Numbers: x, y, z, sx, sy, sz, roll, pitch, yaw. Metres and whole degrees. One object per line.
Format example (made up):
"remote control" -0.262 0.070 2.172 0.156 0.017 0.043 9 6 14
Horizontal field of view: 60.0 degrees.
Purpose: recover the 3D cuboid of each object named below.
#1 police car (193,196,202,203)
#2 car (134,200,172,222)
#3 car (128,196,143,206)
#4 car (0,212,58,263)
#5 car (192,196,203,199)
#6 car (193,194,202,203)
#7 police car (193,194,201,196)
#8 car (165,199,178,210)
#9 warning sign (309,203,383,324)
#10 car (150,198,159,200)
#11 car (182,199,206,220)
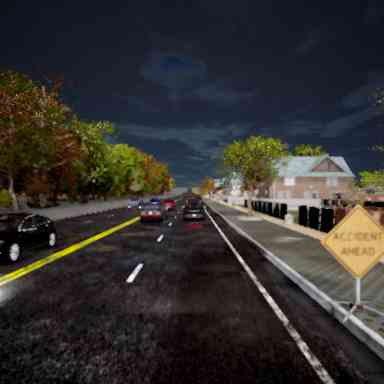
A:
"police car" 1.197 1.679 75.887 1.930 1.638 5.238 0 0 0
"car" -3.101 1.647 27.508 2.033 1.411 5.357 0 0 1
"car" -9.635 1.539 57.237 2.097 1.767 4.553 0 0 1
"car" -6.562 1.544 12.134 1.837 1.490 4.892 0 0 0
"car" 0.230 1.641 45.585 1.882 1.535 5.008 0 0 0
"car" 1.215 1.491 81.807 2.150 2.045 5.566 0 0 0
"police car" 1.167 1.651 65.887 1.930 1.638 5.238 0 0 0
"car" -3.039 1.683 44.890 1.812 1.442 4.674 0 0 0
"warning sign" 2.865 1.142 5.770 1.300 1.860 1.060 0 0 0
"car" -6.385 1.717 57.135 1.812 1.442 4.674 0 0 1
"car" 0.180 1.615 29.101 1.837 1.490 4.892 0 0 0
